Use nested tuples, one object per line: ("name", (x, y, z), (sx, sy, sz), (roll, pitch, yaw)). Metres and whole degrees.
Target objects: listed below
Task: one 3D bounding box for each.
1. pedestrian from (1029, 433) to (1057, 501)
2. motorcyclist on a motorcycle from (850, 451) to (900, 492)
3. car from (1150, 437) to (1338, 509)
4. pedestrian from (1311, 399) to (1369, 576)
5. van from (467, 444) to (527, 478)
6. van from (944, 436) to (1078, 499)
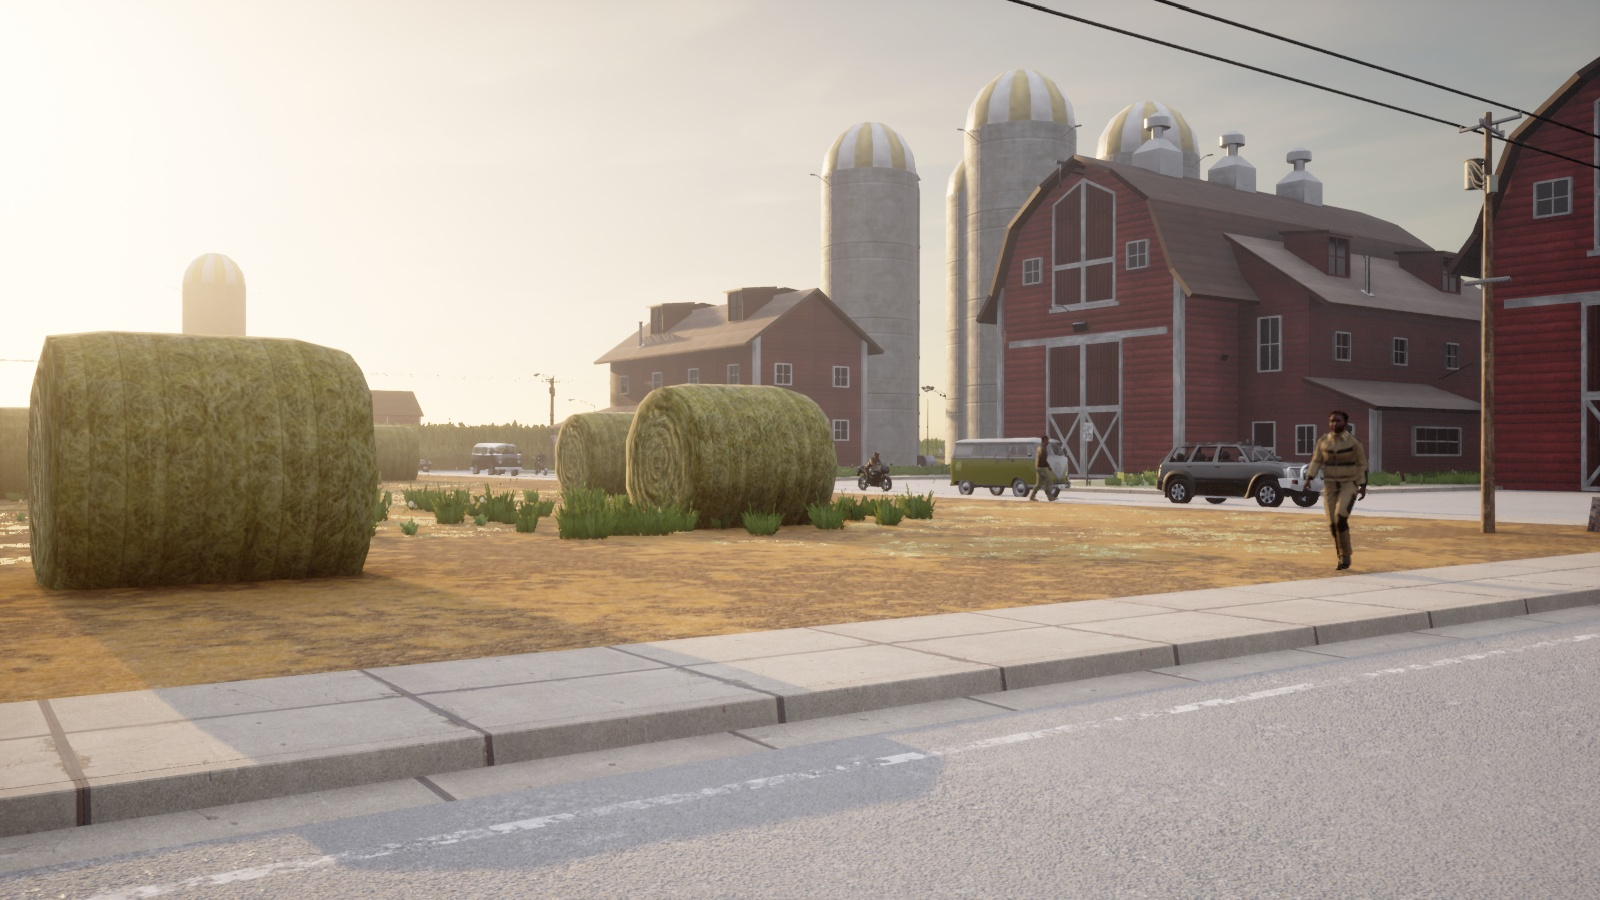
("pedestrian", (6.635, 0.450, 34.266), (0.703, 1.840, 0.431), (0, 0, 14))
("motorcyclist on a motorcycle", (2.848, 0.810, 47.760), (0.797, 1.523, 2.044), (0, 0, -36))
("car", (12.212, 0.591, 34.812), (1.932, 1.855, 4.605), (0, 0, -36))
("pedestrian", (6.057, 0.407, 14.073), (0.396, 1.930, 0.692), (0, 0, 42))
("van", (-18.779, 0.671, 77.665), (2.069, 2.038, 4.480), (0, 0, -36))
("van", (6.999, 0.559, 42.020), (1.775, 1.987, 4.442), (0, 0, -36))
